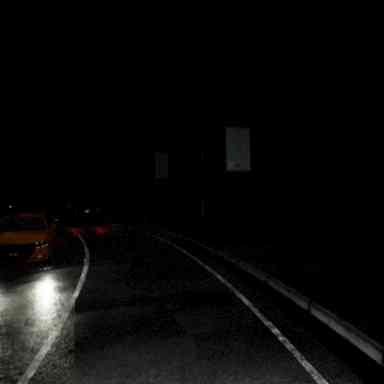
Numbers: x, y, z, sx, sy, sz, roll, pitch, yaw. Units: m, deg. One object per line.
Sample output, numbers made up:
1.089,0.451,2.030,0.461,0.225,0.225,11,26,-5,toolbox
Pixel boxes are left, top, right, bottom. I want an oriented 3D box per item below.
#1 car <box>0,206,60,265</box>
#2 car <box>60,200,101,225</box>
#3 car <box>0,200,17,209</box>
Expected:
-5.820,1.481,11.642,1.882,1.535,5.008,0,0,-20,car
-8.376,1.356,24.555,2.097,1.767,4.553,0,0,-34,car
-20.978,1.538,36.477,4.181,1.385,1.994,0,-1,33,car
